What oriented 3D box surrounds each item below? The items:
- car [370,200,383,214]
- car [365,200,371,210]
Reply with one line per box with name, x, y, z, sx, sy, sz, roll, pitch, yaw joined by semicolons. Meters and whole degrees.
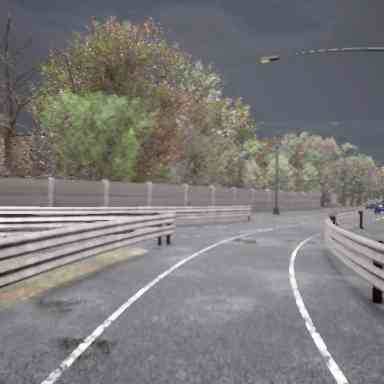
car;29.867;2.395;51.756;2.150;2.045;5.566;1;-1;38
car;35.162;2.482;64.215;2.150;2.045;5.566;1;-1;38
